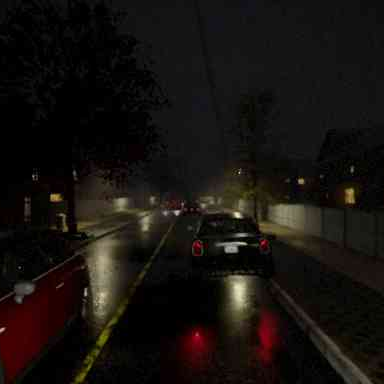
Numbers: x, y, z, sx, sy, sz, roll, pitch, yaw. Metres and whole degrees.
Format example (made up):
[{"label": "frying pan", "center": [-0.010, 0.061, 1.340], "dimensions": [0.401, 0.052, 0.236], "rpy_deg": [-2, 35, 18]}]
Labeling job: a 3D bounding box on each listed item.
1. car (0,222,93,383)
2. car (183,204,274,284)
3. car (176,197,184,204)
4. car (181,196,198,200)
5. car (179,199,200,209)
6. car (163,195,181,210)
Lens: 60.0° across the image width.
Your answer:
[{"label": "car", "center": [-2.856, 1.378, 4.164], "dimensions": [2.097, 1.767, 4.553], "rpy_deg": [0, 0, 0]}, {"label": "car", "center": [0.916, 1.380, 9.894], "dimensions": [2.097, 1.767, 4.553], "rpy_deg": [-2, -1, 0]}, {"label": "car", "center": [-2.870, 2.041, 80.368], "dimensions": [1.837, 1.490, 4.892], "rpy_deg": [0, -1, 0]}, {"label": "car", "center": [-0.039, 1.514, 46.446], "dimensions": [2.150, 2.045, 5.566], "rpy_deg": [0, 0, 0]}, {"label": "car", "center": [0.009, 1.759, 34.194], "dimensions": [2.033, 1.411, 5.357], "rpy_deg": [0, 0, 0]}, {"label": "car", "center": [-2.913, 1.525, 48.240], "dimensions": [2.150, 2.045, 5.566], "rpy_deg": [0, 0, 0]}]
